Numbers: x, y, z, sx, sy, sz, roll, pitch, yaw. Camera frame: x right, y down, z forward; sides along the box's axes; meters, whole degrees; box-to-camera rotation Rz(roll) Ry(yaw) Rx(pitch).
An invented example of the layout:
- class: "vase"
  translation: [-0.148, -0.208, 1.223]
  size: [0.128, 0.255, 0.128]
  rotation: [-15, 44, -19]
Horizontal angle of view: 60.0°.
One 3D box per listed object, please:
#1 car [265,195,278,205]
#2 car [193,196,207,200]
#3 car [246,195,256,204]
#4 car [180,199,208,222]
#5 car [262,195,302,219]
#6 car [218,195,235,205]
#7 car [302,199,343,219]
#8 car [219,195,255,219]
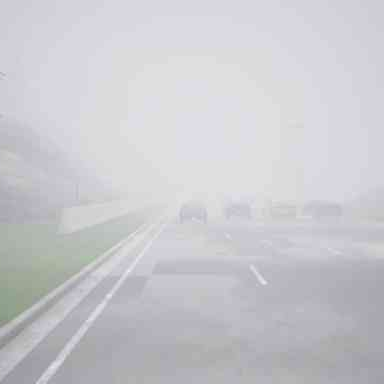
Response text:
- class: "car"
  translation: [12.402, 1.209, 51.570]
  size: [1.837, 1.490, 4.892]
  rotation: [0, 0, 16]
- class: "car"
  translation: [1.139, 1.275, 50.283]
  size: [1.994, 1.385, 4.181]
  rotation: [0, 0, 11]
- class: "car"
  translation: [9.110, 1.224, 52.668]
  size: [1.812, 1.442, 4.674]
  rotation: [0, 0, 16]
- class: "car"
  translation: [0.089, 1.460, 24.403]
  size: [1.895, 1.301, 4.718]
  rotation: [0, 0, 0]
- class: "car"
  translation: [7.088, 1.320, 27.450]
  size: [1.882, 1.535, 5.008]
  rotation: [0, 0, 0]
- class: "car"
  translation: [5.515, 1.202, 52.811]
  size: [1.837, 1.490, 4.892]
  rotation: [0, 0, 15]
- class: "car"
  translation: [10.588, 1.320, 27.445]
  size: [1.882, 1.535, 5.008]
  rotation: [0, 0, 0]
- class: "car"
  translation: [3.587, 1.320, 27.443]
  size: [1.882, 1.535, 5.008]
  rotation: [0, 0, 0]
